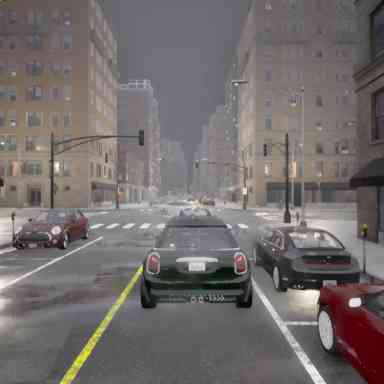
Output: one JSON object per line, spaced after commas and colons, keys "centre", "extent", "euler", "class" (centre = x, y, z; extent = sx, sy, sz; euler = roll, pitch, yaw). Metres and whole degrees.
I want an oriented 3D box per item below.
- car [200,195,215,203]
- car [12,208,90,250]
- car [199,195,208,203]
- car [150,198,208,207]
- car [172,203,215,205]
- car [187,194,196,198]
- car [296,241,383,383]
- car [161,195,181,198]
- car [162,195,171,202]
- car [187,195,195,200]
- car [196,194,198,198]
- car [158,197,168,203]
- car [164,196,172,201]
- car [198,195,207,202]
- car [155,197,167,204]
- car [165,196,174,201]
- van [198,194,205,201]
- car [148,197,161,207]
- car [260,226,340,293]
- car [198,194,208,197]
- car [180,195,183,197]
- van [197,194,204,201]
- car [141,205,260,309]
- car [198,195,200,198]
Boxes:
{"centre": [2.660, 1.585, 52.589], "extent": [1.887, 1.381, 4.507], "euler": [0, 0, 0], "class": "car"}
{"centre": [-5.818, 1.443, 14.169], "extent": [1.967, 1.590, 4.097], "euler": [0, 0, 0], "class": "car"}
{"centre": [2.502, 1.533, 74.617], "extent": [1.967, 1.590, 4.097], "euler": [0, 0, 0], "class": "car"}
{"centre": [-1.168, 1.508, 30.256], "extent": [4.674, 1.442, 1.812], "euler": [0, 0, 0], "class": "car"}
{"centre": [0.133, 1.496, 15.361], "extent": [2.128, 1.511, 4.902], "euler": [0, 0, 0], "class": "car"}
{"centre": [-0.208, 1.698, 80.091], "extent": [1.895, 1.301, 4.718], "euler": [0, 0, 0], "class": "car"}
{"centre": [2.682, 1.545, 3.170], "extent": [1.887, 1.381, 4.507], "euler": [0, 0, 0], "class": "car"}
{"centre": [-3.085, 1.583, 50.206], "extent": [2.033, 1.411, 5.357], "euler": [0, 0, -1], "class": "car"}
{"centre": [-6.062, 1.551, 80.071], "extent": [1.967, 1.590, 4.097], "euler": [0, 0, 0], "class": "car"}
{"centre": [-0.280, 1.534, 90.067], "extent": [1.994, 1.385, 4.181], "euler": [0, 0, 0], "class": "car"}
{"centre": [2.542, 1.392, 69.110], "extent": [2.192, 1.841, 5.009], "euler": [0, 0, 0], "class": "car"}
{"centre": [-5.984, 1.658, 69.055], "extent": [1.802, 1.307, 4.206], "euler": [0, 0, 0], "class": "car"}
{"centre": [-6.103, 1.712, 85.578], "extent": [1.802, 1.307, 4.206], "euler": [0, 0, 0], "class": "car"}
{"centre": [2.463, 1.551, 80.123], "extent": [1.967, 1.590, 4.097], "euler": [0, 0, 0], "class": "car"}
{"centre": [-5.944, 1.607, 63.547], "extent": [1.887, 1.381, 4.507], "euler": [0, 0, 0], "class": "car"}
{"centre": [-6.142, 1.718, 91.087], "extent": [1.947, 1.339, 4.313], "euler": [0, 0, 0], "class": "car"}
{"centre": [2.424, 1.472, 85.632], "extent": [1.690, 1.788, 3.998], "euler": [0, 0, 0], "class": "van"}
{"centre": [-5.865, 1.590, 52.531], "extent": [2.008, 1.369, 4.403], "euler": [0, 0, 0], "class": "car"}
{"centre": [2.694, 1.552, 8.662], "extent": [2.008, 1.369, 4.403], "euler": [0, 0, 0], "class": "car"}
{"centre": [2.580, 1.588, 63.773], "extent": [1.752, 1.417, 4.829], "euler": [0, 0, 0], "class": "car"}
{"centre": [-3.139, 1.655, 60.023], "extent": [1.895, 1.301, 4.718], "euler": [0, 0, 0], "class": "car"}
{"centre": [2.384, 1.494, 91.138], "extent": [1.690, 1.788, 3.998], "euler": [0, 0, 0], "class": "van"}
{"centre": [0.066, 1.354, 8.059], "extent": [2.097, 1.767, 4.553], "euler": [0, 0, -1], "class": "car"}
{"centre": [2.621, 1.616, 58.095], "extent": [1.947, 1.339, 4.313], "euler": [0, 0, 0], "class": "car"}
